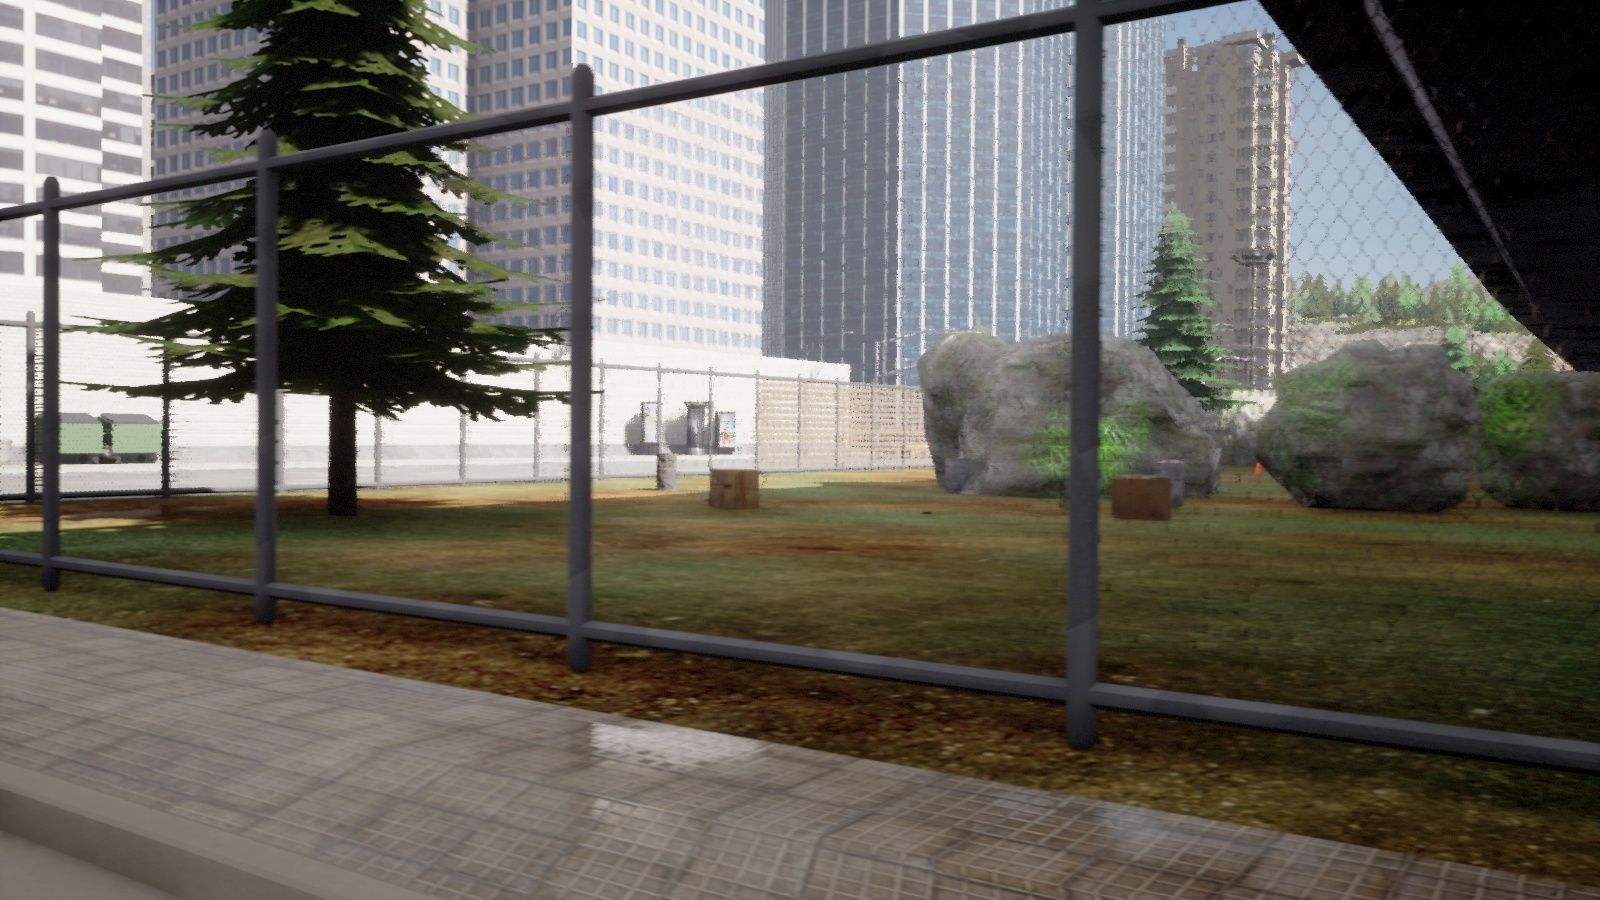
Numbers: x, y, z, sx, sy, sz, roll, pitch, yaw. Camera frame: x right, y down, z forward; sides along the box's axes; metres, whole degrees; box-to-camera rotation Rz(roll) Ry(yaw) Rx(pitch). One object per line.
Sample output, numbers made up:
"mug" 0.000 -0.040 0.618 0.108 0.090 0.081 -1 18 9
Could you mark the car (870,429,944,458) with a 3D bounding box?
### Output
"car" 6.137 -0.414 71.309 1.801 1.575 5.366 0 1 33
